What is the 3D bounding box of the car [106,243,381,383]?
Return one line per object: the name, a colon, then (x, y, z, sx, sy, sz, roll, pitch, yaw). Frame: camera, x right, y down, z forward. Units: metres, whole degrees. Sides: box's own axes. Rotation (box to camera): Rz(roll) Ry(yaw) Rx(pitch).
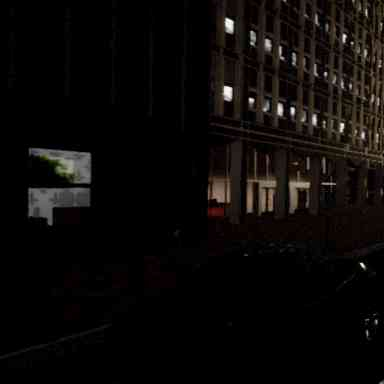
car: (1.020, 1.459, 4.454, 4.313, 1.339, 1.947, 0, 2, -42)
